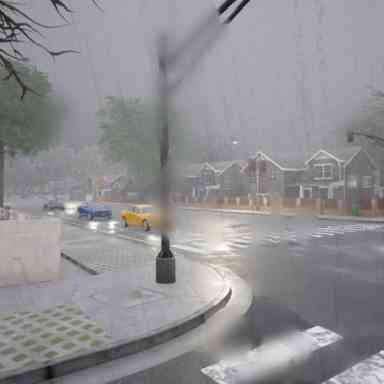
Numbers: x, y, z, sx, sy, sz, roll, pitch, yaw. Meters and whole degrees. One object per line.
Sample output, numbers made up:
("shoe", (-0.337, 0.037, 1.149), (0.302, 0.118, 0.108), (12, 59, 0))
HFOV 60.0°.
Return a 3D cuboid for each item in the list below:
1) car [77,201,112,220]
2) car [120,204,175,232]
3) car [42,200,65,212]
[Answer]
("car", (-8.855, 1.622, 29.943), (1.882, 1.535, 5.008), (-1, 0, -35))
("car", (-2.981, 1.588, 21.652), (1.882, 1.535, 5.008), (-1, 0, -35))
("car", (-17.792, 1.748, 42.601), (2.033, 1.411, 5.357), (-1, 0, -35))
